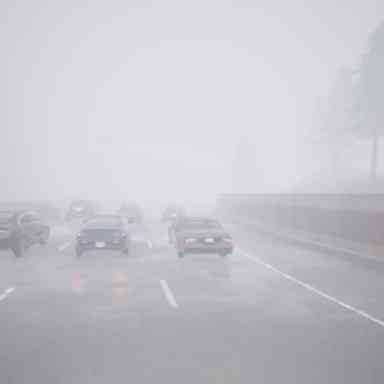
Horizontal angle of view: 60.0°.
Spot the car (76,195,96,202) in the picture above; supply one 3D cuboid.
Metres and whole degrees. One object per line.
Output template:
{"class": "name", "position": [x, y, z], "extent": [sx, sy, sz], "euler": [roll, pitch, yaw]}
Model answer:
{"class": "car", "position": [-24.320, 1.530, 76.285], "extent": [2.128, 1.511, 4.902], "euler": [1, 0, 14]}

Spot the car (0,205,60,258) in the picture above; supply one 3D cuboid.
{"class": "car", "position": [-6.790, 1.441, 12.475], "extent": [2.128, 1.511, 4.902], "euler": [1, 0, -9]}

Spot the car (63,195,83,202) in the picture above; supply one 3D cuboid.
{"class": "car", "position": [-27.656, 1.448, 77.346], "extent": [1.837, 1.490, 4.892], "euler": [1, 0, 14]}

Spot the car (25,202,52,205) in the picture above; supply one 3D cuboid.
{"class": "car", "position": [-11.886, 1.482, 25.942], "extent": [2.033, 1.411, 5.357], "euler": [1, 0, -4]}

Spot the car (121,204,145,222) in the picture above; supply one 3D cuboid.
{"class": "car", "position": [-4.909, 1.634, 26.710], "extent": [1.994, 1.385, 4.181], "euler": [1, 0, -3]}

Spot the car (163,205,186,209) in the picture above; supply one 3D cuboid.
{"class": "car", "position": [-1.422, 1.701, 26.951], "extent": [1.994, 1.385, 4.181], "euler": [1, 0, -3]}

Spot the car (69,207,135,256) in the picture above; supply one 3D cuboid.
{"class": "car", "position": [-3.353, 1.543, 13.151], "extent": [1.812, 1.442, 4.674], "euler": [1, 0, -9]}

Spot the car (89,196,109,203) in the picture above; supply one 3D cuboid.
{"class": "car", "position": [-20.975, 1.599, 75.223], "extent": [2.033, 1.411, 5.357], "euler": [1, 0, 14]}

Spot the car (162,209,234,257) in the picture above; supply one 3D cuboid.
{"class": "car", "position": [0.150, 1.631, 13.344], "extent": [2.033, 1.411, 5.357], "euler": [1, 0, -10]}

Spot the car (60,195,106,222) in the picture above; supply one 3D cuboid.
{"class": "car", "position": [-8.392, 1.352, 26.271], "extent": [2.097, 1.767, 4.553], "euler": [1, -1, -4]}
